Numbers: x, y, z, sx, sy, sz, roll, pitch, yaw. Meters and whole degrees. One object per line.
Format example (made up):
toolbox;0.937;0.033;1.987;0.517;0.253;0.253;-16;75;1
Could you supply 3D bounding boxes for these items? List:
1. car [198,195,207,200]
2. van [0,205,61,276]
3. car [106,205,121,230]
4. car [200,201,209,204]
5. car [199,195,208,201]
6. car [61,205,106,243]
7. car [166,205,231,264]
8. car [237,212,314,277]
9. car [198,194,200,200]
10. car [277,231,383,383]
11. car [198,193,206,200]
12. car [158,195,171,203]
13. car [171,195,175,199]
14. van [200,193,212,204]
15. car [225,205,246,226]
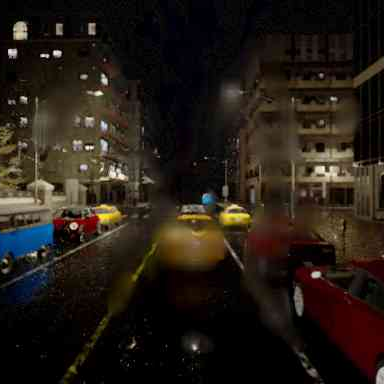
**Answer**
car;2.713;1.409;87.594;2.008;1.369;4.403;1;0;0
van;-5.677;1.334;10.037;1.690;1.788;3.998;1;0;0
car;-5.678;1.508;21.095;1.752;1.417;4.829;1;0;0
car;0.112;1.580;23.875;1.895;1.301;4.718;0;0;0
car;2.712;1.423;81.923;2.008;1.369;4.403;1;0;0
car;-5.678;1.428;15.650;1.967;1.590;4.097;1;0;0
car;0.102;1.446;11.745;1.801;1.575;5.366;0;0;0
car;2.701;1.537;10.013;1.887;1.381;4.507;1;0;0
car;2.709;1.456;64.911;1.887;1.381;4.507;1;0;0
car;2.700;1.541;4.396;1.887;1.381;4.507;1;0;0
car;2.717;1.158;93.265;2.192;1.841;5.009;1;0;0
car;-5.671;1.493;64.969;1.802;1.307;4.206;1;0;0
car;-5.667;1.425;93.324;1.802;1.307;4.206;1;0;0
van;2.711;1.263;59.239;1.690;1.788;3.998;1;0;0
car;2.702;1.507;21.416;1.752;1.417;4.829;1;0;0
